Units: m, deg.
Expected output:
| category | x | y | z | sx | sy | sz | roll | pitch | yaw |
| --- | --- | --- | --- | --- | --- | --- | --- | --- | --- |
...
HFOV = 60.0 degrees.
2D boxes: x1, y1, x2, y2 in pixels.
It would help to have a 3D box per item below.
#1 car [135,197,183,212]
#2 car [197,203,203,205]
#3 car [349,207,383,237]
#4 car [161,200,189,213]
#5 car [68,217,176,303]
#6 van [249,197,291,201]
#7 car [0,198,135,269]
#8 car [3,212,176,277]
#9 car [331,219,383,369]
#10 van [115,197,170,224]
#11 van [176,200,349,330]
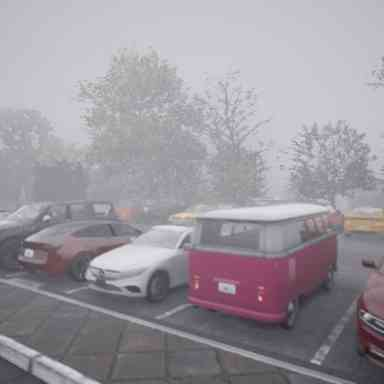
| category | x | y | z | sx | sy | sz | roll | pitch | yaw |
| --- | --- | --- | --- | --- | --- | --- | --- | --- | --- |
| car | -1.695 | 1.390 | 25.624 | 2.435 | 2.045 | 5.566 | -1 | -1 | 36 |
| car | 2.785 | 1.584 | 22.366 | 2.231 | 1.521 | 4.892 | -1 | 0 | 36 |
| car | 9.436 | 1.508 | 17.595 | 2.097 | 1.535 | 5.008 | -1 | 0 | 36 |
| car | 0.432 | 1.607 | 23.835 | 1.946 | 1.575 | 5.366 | -1 | 0 | 36 |
| car | -0.496 | 1.574 | 8.632 | 2.002 | 1.452 | 4.674 | -1 | 0 | 36 |
| van | 5.106 | 1.332 | 20.852 | 1.878 | 1.987 | 4.442 | -1 | 0 | 36 |
| car | -5.027 | 1.334 | 11.846 | 2.435 | 2.045 | 5.566 | -1 | 0 | 36 |
| car | -2.735 | 1.589 | 10.273 | 2.163 | 1.488 | 4.792 | -1 | 0 | 36 |
| car | 4.016 | 1.483 | 5.397 | 2.097 | 1.535 | 5.008 | -1 | 0 | 36 |
| van | -3.992 | 1.459 | 27.383 | 1.878 | 1.987 | 4.442 | -1 | -1 | 36 |
| van | 1.824 | 1.283 | 7.108 | 1.878 | 1.987 | 4.442 | -1 | 0 | 36 |
